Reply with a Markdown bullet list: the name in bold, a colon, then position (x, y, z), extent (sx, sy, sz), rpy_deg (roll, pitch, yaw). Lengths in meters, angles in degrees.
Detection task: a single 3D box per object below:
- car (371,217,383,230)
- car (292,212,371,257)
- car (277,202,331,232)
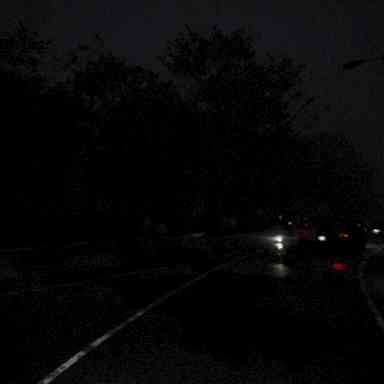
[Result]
- **car**: position (21.101, 3.654, 38.966), extent (1.837, 1.490, 4.892), rpy_deg (1, -5, 39)
- **car**: position (5.979, 1.751, 13.985), extent (1.994, 1.385, 4.181), rpy_deg (1, -1, 35)
- **car**: position (7.834, 1.714, 22.629), extent (2.150, 2.045, 5.566), rpy_deg (1, -3, 40)
